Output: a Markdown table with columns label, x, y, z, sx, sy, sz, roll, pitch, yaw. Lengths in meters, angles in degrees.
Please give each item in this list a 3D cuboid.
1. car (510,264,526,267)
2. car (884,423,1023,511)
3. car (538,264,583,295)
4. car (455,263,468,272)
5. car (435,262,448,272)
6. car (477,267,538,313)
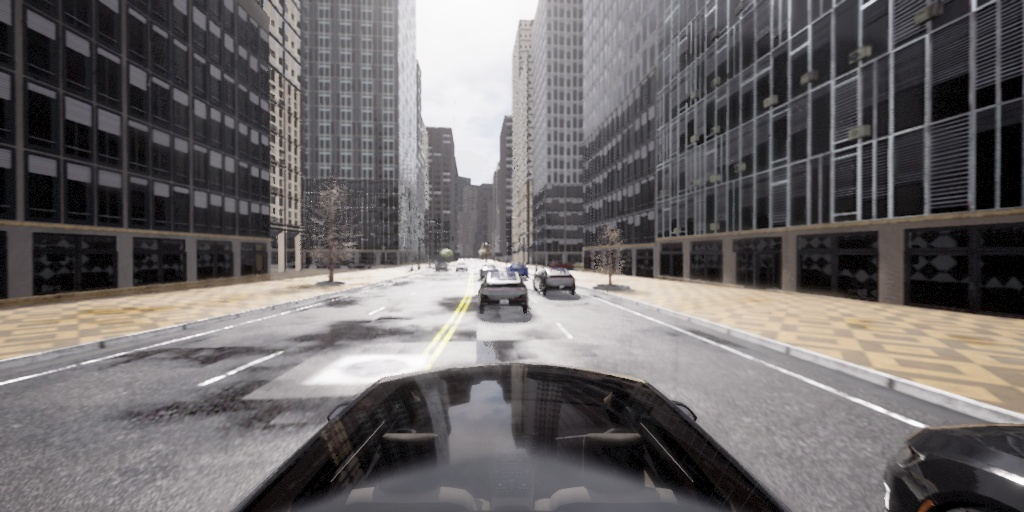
| label | x | y | z | sx | sy | sz | roll | pitch | yaw |
| --- | --- | --- | --- | --- | --- | --- | --- | --- | --- |
| car | 0.592 | 1.584 | 39.033 | 1.882 | 1.535 | 5.008 | 0 | 0 | -6 |
| car | 3.294 | 1.238 | 0.247 | 1.837 | 1.490 | 4.892 | 0 | -1 | 0 |
| car | 2.403 | 1.428 | 21.126 | 2.128 | 1.511 | 4.902 | 0 | 0 | -5 |
| car | -8.275 | 1.832 | 59.334 | 1.812 | 1.442 | 4.674 | 0 | -1 | -6 |
| car | -11.499 | 1.817 | 58.897 | 1.837 | 1.490 | 4.892 | 0 | -1 | -6 |
| car | -0.393 | 1.372 | 14.728 | 2.128 | 1.511 | 4.902 | 0 | 0 | -3 |
